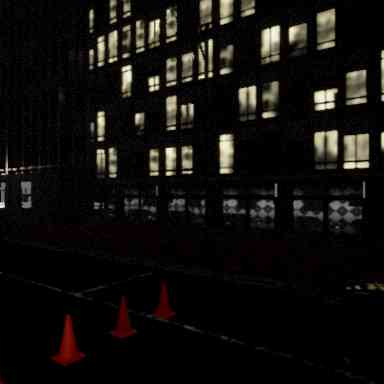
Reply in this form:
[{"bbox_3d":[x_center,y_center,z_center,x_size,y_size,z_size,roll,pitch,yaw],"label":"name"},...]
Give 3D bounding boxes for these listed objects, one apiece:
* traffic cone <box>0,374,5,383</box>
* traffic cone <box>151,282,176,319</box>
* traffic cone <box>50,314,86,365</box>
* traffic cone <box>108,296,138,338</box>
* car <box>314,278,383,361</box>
[{"bbox_3d":[-2.282,1.971,3.760,0.340,0.580,0.340,0,0,36],"label":"traffic cone"},{"bbox_3d":[-0.532,1.985,6.197,0.340,0.580,0.340,0,0,36],"label":"traffic cone"},{"bbox_3d":[-1.698,1.976,4.573,0.340,0.580,0.340,0,0,36],"label":"traffic cone"},{"bbox_3d":[-1.115,1.980,5.385,0.340,0.580,0.340,0,0,36],"label":"traffic cone"},{"bbox_3d":[3.797,1.608,4.279,4.206,1.307,1.802,0,0,36],"label":"car"}]
